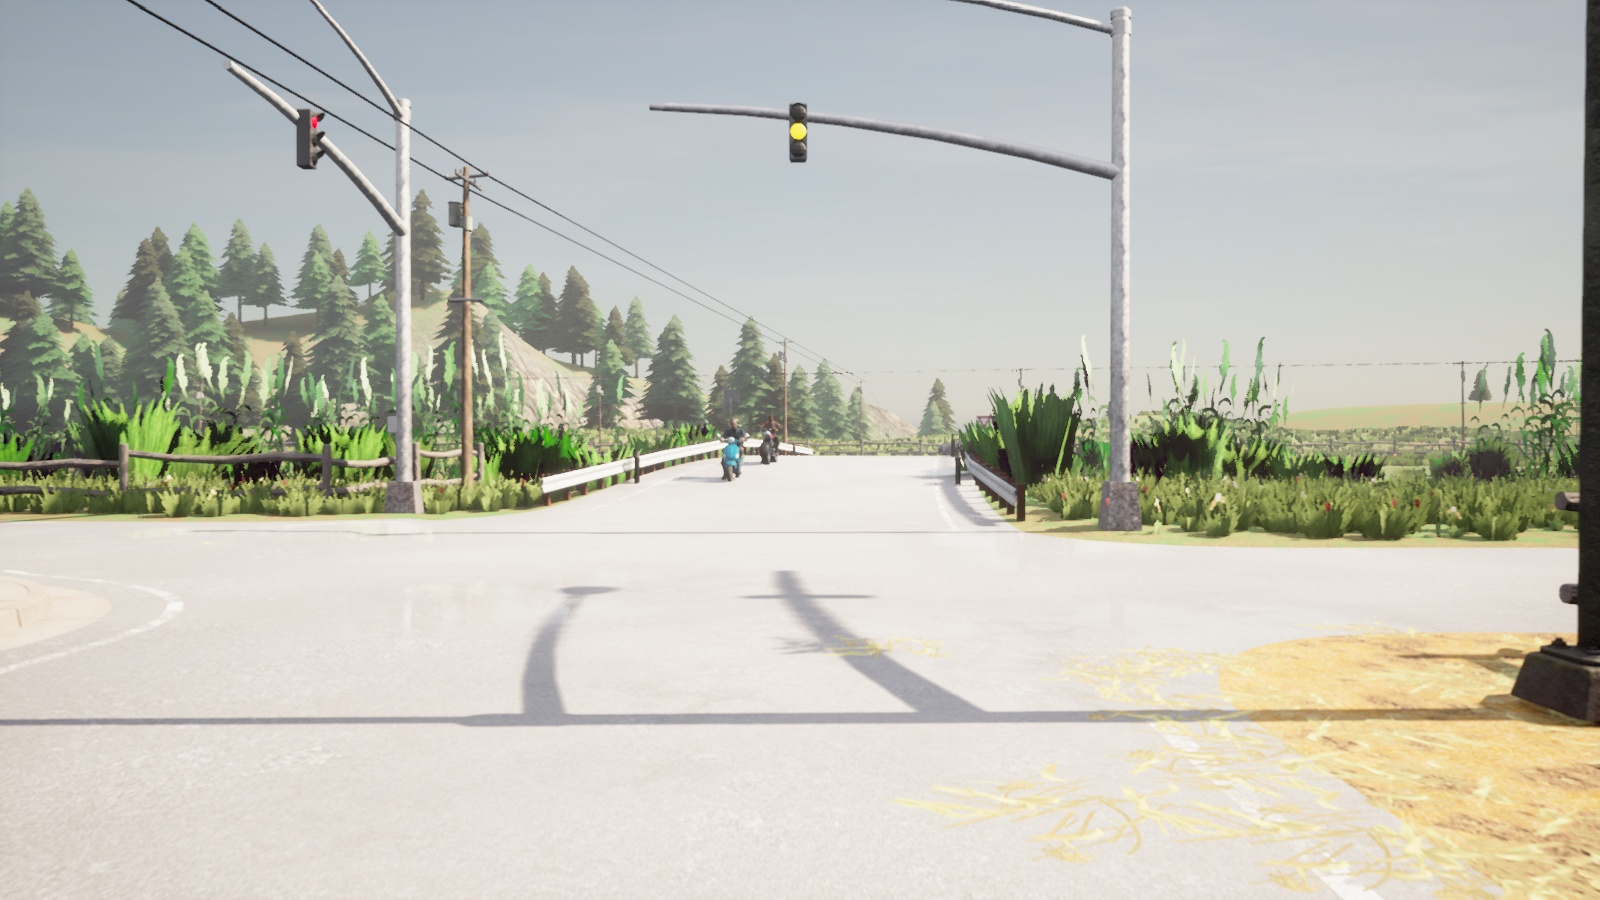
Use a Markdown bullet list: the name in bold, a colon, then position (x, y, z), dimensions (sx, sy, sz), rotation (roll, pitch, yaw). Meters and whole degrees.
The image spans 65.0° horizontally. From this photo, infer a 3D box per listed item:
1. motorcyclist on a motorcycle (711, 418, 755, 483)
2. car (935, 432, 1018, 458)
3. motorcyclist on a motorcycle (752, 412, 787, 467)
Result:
- **motorcyclist on a motorcycle**: position (-1.726, -0.015, 32.801), dimensions (0.866, 1.590, 1.817), rotation (0, 3, 6)
- **car**: position (11.215, -0.334, 80.150), dimensions (5.027, 1.651, 2.152), rotation (0, 1, 0)
- **motorcyclist on a motorcycle**: position (-0.962, -0.359, 39.826), dimensions (0.766, 1.649, 2.350), rotation (0, 2, 7)
